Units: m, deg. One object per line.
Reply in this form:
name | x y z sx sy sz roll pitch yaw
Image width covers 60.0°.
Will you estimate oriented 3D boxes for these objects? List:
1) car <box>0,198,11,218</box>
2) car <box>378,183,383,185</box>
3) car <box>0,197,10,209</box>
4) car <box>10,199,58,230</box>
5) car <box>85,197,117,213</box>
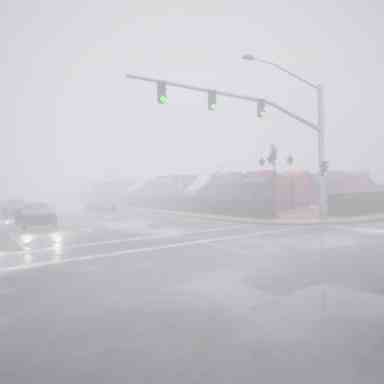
car | -15.133 1.352 28.544 1.837 1.490 4.892 -2 1 -34
car | 32.925 -0.644 57.442 1.932 1.855 4.605 -2 1 -34
car | -24.762 1.406 42.724 1.895 1.301 4.718 -2 1 -34
car | -9.786 1.347 20.707 1.882 1.535 5.008 -2 1 -34
car | -8.791 1.204 31.841 1.994 1.385 4.181 -2 1 -34
